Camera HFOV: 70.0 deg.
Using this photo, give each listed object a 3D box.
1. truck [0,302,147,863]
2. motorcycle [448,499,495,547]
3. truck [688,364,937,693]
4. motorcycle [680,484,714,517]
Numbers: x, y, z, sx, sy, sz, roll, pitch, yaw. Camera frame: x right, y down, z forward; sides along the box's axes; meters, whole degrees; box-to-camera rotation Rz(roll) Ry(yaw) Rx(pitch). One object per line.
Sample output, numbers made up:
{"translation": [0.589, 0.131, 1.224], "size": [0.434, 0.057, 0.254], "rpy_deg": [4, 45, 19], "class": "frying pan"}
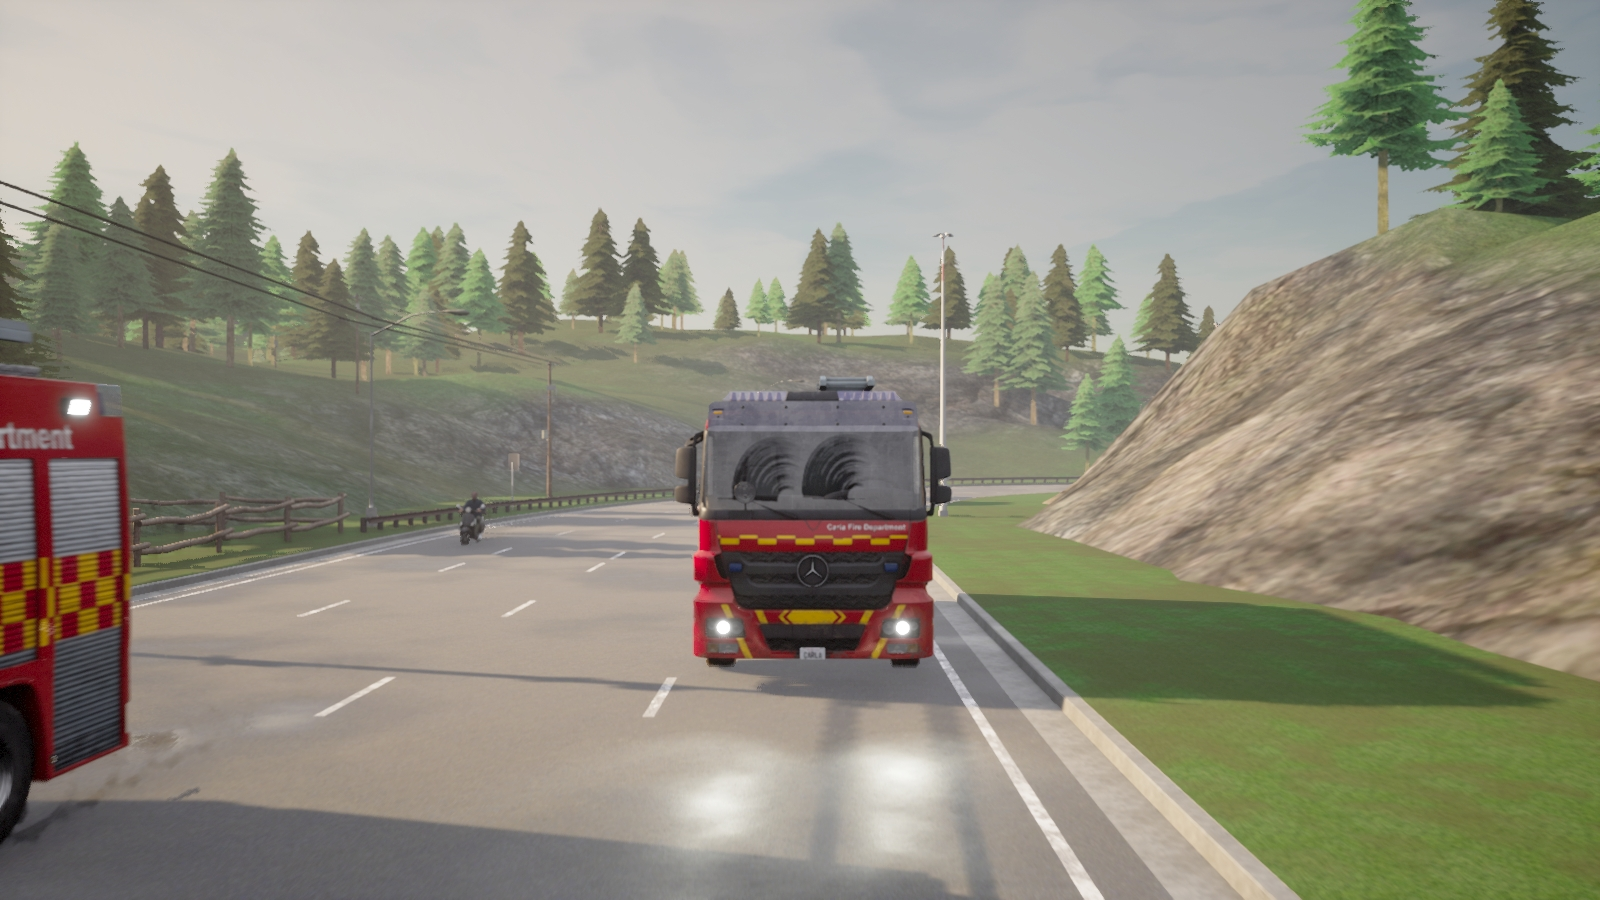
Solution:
{"translation": [-6.932, 0.902, 5.314], "size": [2.891, 3.827, 8.468], "rpy_deg": [0, 0, 1], "class": "truck"}
{"translation": [-9.916, 2.201, 34.541], "size": [0.856, 1.316, 1.805], "rpy_deg": [1, 0, 1], "class": "motorcycle"}
{"translation": [0.204, 0.922, 17.521], "size": [2.891, 3.827, 8.468], "rpy_deg": [0, 0, 1], "class": "truck"}
{"translation": [-4.519, 2.226, 50.369], "size": [0.856, 1.316, 1.805], "rpy_deg": [3, 1, 15], "class": "motorcycle"}
